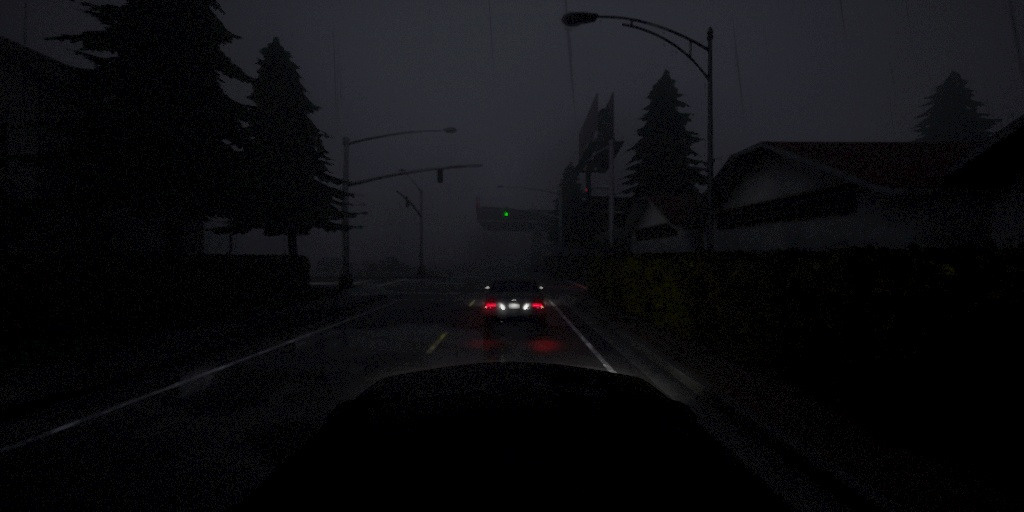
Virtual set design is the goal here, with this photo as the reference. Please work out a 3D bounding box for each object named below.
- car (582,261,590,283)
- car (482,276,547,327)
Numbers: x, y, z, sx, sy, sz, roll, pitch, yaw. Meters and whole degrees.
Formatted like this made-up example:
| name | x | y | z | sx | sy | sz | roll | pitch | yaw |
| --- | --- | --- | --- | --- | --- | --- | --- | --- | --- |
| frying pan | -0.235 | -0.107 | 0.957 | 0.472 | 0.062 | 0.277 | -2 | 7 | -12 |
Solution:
| name | x | y | z | sx | sy | sz | roll | pitch | yaw |
| --- | --- | --- | --- | --- | --- | --- | --- | --- | --- |
| car | 7.124 | 1.054 | 24.436 | 4.553 | 1.767 | 2.097 | -1 | 0 | 0 |
| car | 0.078 | 1.345 | 11.733 | 2.033 | 1.411 | 5.357 | 0 | 0 | 0 |
